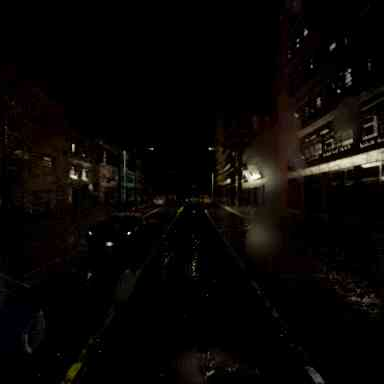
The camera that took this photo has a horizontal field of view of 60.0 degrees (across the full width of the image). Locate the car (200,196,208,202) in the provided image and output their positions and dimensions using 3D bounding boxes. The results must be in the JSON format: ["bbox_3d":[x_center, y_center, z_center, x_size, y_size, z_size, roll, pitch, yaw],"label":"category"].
[{"bbox_3d":[2.907,1.574,80.389,1.802,1.307,4.206,1,0,0],"label":"car"}]

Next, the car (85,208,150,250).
[{"bbox_3d":[-3.022,1.598,14.410,1.895,1.301,4.718,0,0,0],"label":"car"}]

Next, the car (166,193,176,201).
[{"bbox_3d":[-5.454,1.309,86.036,2.192,1.841,5.009,1,0,0],"label":"car"}]

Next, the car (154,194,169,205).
[{"bbox_3d":[-5.528,1.432,57.602,1.967,1.590,4.097,1,0,0],"label":"car"}]

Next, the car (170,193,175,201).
[{"bbox_3d":[-5.485,1.433,74.663,1.967,1.590,4.097,1,0,0],"label":"car"}]

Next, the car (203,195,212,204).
[{"bbox_3d":[2.865,1.517,63.499,1.752,1.417,4.829,1,0,0],"label":"car"}]

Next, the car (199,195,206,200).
[{"bbox_3d":[2.936,1.539,91.762,1.887,1.381,4.507,1,0,0],"label":"car"}]

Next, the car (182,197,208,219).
[{"bbox_3d":[0.161,1.472,29.374,1.882,1.535,5.008,0,0,0],"label":"car"}]

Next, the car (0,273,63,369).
[{"bbox_3d":[-3.074,1.601,3.272,1.895,1.301,4.718,0,0,0],"label":"car"}]

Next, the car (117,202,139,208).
[{"bbox_3d":[-5.602,1.577,29.170,1.802,1.307,4.206,1,0,0],"label":"car"}]

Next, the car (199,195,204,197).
[{"bbox_3d":[0.207,1.470,44.331,1.882,1.535,5.008,0,0,0],"label":"car"}]

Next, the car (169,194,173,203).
[{"bbox_3d":[-5.502,1.558,68.977,1.947,1.339,4.313,1,0,0],"label":"car"}]
